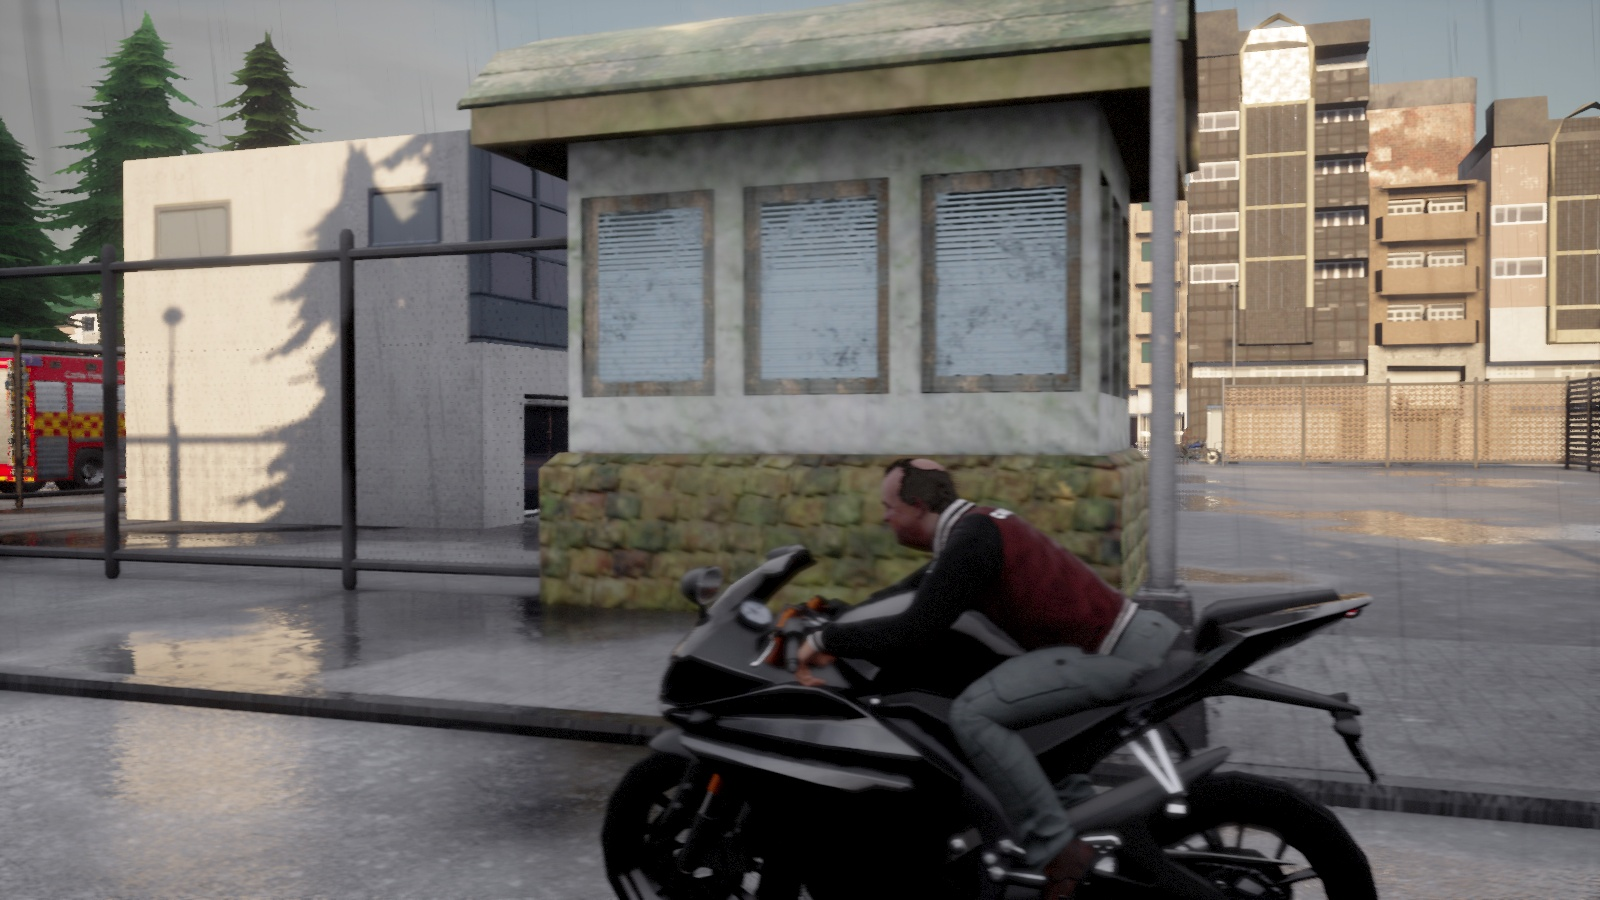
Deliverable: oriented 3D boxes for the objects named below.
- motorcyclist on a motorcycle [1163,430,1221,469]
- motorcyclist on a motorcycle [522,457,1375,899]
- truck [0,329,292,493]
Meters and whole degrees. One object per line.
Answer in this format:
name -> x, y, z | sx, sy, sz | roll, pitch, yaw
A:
motorcyclist on a motorcycle -> 17.026, -0.036, 54.511 | 2.350, 1.649, 0.766 | 1, 1, 19
motorcyclist on a motorcycle -> 0.394, 0.803, 3.588 | 2.191, 1.530, 0.866 | 0, 1, 19
truck -> -17.860, -0.992, 33.881 | 2.891, 3.827, 8.468 | 1, 1, 18
